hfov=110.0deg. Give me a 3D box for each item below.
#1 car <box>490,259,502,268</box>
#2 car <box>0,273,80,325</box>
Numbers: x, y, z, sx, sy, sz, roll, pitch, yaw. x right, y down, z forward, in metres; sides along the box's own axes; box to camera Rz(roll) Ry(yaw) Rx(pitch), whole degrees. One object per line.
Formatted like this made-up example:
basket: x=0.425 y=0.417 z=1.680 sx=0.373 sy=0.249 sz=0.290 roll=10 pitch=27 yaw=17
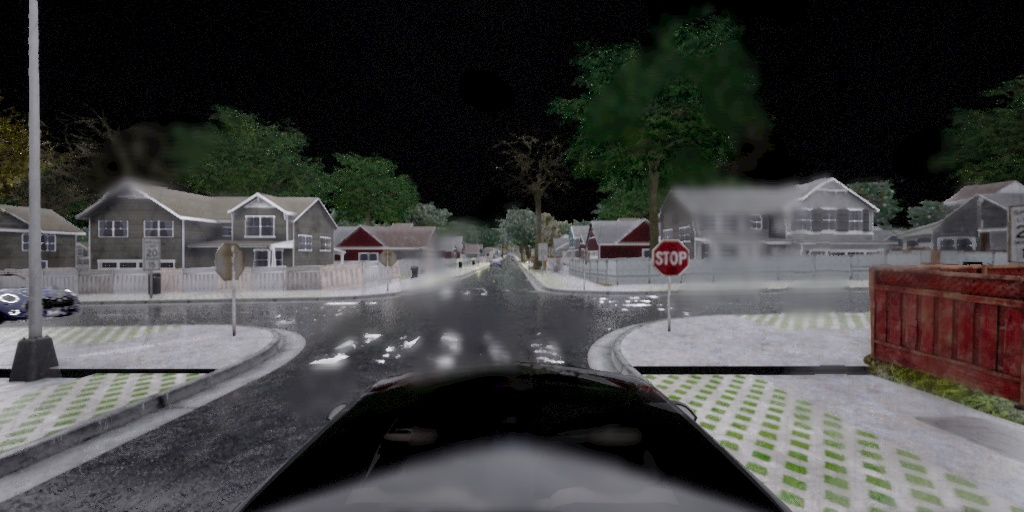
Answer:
car: x=-2.758 y=1.211 z=61.687 sx=1.812 sy=1.442 sz=4.674 roll=0 pitch=0 yaw=0
car: x=-17.795 y=1.367 z=12.133 sx=4.553 sy=1.767 sz=2.097 roll=-1 pitch=0 yaw=-1
